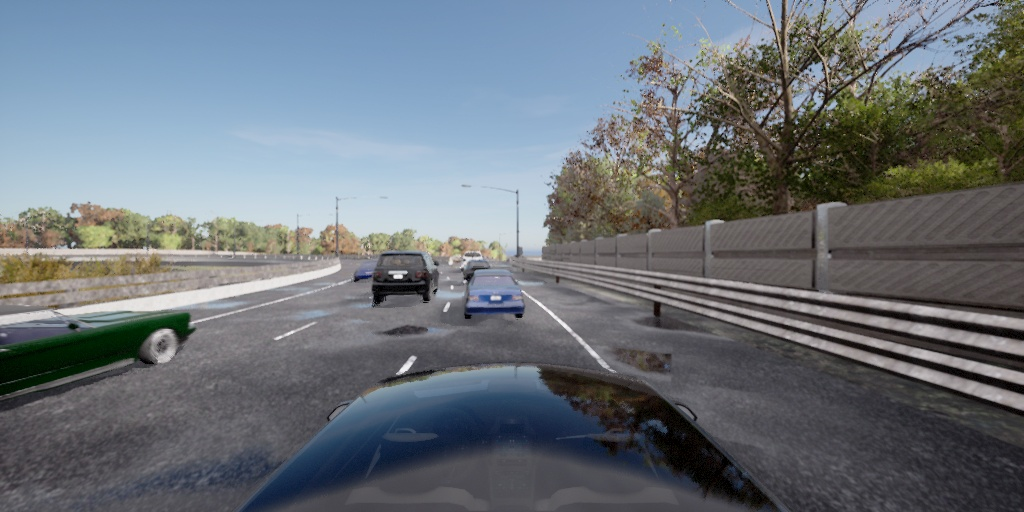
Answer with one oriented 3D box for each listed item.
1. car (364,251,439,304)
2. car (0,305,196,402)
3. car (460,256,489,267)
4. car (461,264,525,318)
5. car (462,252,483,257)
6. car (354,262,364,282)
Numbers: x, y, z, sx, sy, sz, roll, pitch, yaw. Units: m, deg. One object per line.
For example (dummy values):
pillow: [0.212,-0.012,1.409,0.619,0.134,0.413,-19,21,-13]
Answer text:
car: [-4.463,0.812,15.629,2.150,2.045,5.566,0,1,-7]
car: [-7.103,1.318,4.861,1.895,1.301,4.718,0,1,-1]
car: [-2.305,1.001,23.880,1.837,1.490,4.892,0,1,-9]
car: [-0.704,1.174,12.348,2.033,1.411,5.357,0,1,-6]
car: [-4.157,0.549,38.235,2.150,2.045,5.566,0,1,-6]
car: [-9.839,1.044,25.424,1.994,1.385,4.181,0,1,-13]
